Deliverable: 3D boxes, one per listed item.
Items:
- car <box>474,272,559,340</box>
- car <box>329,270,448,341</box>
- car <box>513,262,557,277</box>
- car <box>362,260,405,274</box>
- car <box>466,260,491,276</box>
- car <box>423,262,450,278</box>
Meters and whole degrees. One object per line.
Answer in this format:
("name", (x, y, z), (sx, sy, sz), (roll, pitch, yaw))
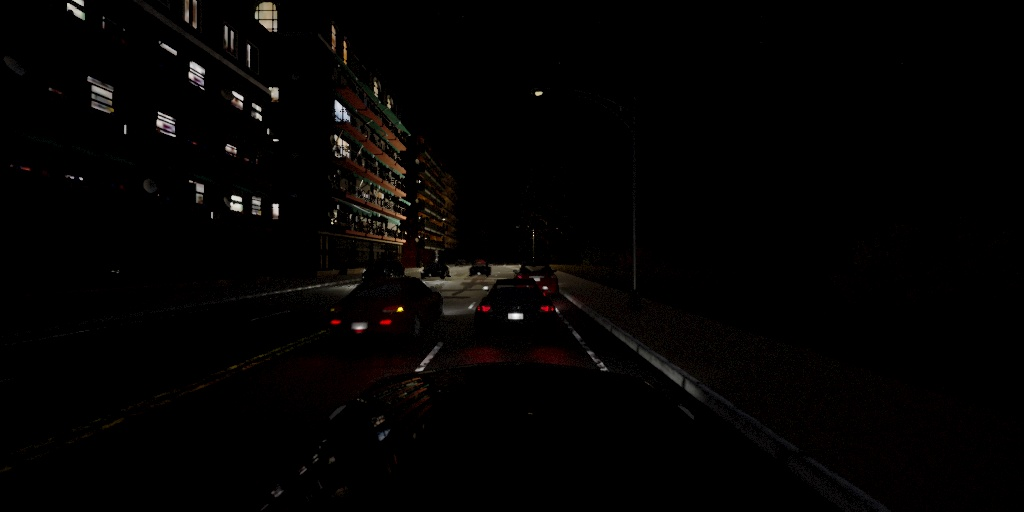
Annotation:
("car", (0.097, 1.315, 10.007), (1.994, 1.385, 4.181), (0, 0, 0))
("car", (-3.150, 1.277, 9.715), (1.812, 1.442, 4.674), (0, 0, 0))
("car", (1.143, 1.103, 18.587), (2.097, 1.767, 4.553), (0, 0, 0))
("car", (-9.842, 1.104, 27.760), (2.097, 1.767, 4.553), (0, 0, 0))
("car", (-3.138, 1.353, 36.384), (1.895, 1.301, 4.718), (0, 0, 0))
("car", (-6.591, 1.278, 31.170), (1.812, 1.442, 4.674), (0, 0, 0))
